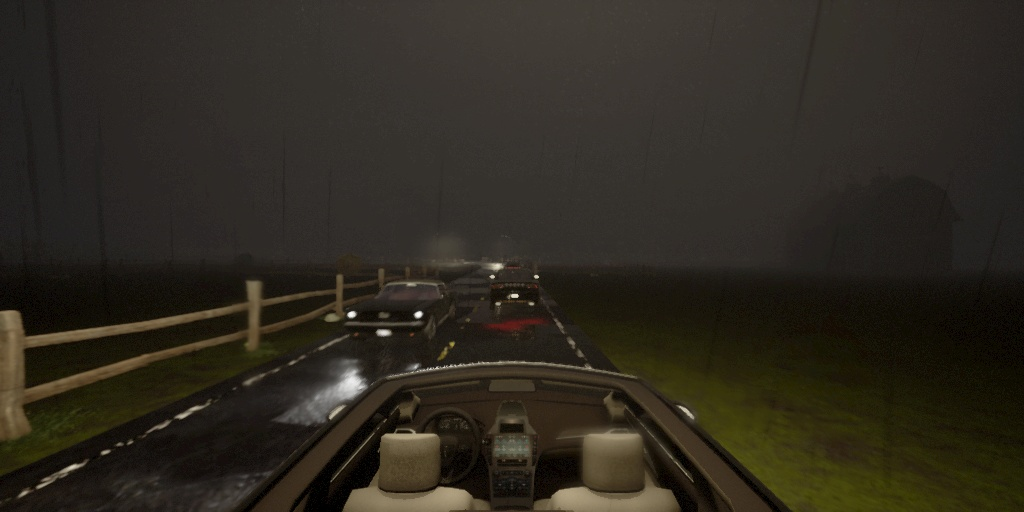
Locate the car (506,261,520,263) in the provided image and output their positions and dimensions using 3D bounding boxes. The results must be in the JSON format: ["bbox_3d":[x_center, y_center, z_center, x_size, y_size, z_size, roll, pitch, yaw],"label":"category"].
[{"bbox_3d":[0.102,1.253,35.372,1.837,1.490,4.892,0,0,0],"label":"car"}]

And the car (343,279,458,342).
[{"bbox_3d":[-2.749,1.350,9.915,1.895,1.301,4.718,0,0,0],"label":"car"}]

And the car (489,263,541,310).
[{"bbox_3d":[0.102,1.227,14.838,1.882,1.535,5.008,0,0,0],"label":"car"}]
